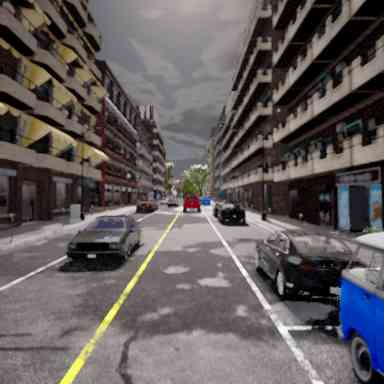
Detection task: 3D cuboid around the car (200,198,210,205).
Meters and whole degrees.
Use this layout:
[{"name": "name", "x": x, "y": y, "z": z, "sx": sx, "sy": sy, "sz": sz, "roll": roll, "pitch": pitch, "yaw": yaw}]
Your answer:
[{"name": "car", "x": 2.681, "y": 1.930, "z": 69.803, "sx": 1.752, "sy": 1.417, "sz": 4.829, "roll": 1, "pitch": 0, "yaw": 0}]

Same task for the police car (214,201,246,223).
[{"name": "police car", "x": 3.123, "y": 1.581, "z": 26.917, "sx": 1.930, "sy": 1.638, "sz": 5.238, "roll": 0, "pitch": 0, "yaw": 0}]

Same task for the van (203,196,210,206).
[{"name": "van", "x": 2.682, "y": 1.712, "z": 64.063, "sx": 1.690, "sy": 1.788, "sz": 3.998, "roll": 1, "pitch": 0, "yaw": 0}]

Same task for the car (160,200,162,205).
[{"name": "car", "x": -5.698, "y": 1.856, "z": 47.385, "sx": 1.802, "sy": 1.307, "sz": 4.206, "roll": 1, "pitch": 0, "yaw": 0}]

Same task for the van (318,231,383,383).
[{"name": "van", "x": 2.702, "y": 1.358, "z": 2.781, "sx": 1.690, "sy": 1.788, "sz": 3.998, "roll": 1, "pitch": 0, "yaw": 0}]

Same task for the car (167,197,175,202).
[{"name": "car", "x": -5.715, "y": 2.084, "z": 91.952, "sx": 2.008, "sy": 1.369, "sz": 4.403, "roll": 1, "pitch": 0, "yaw": 0}]

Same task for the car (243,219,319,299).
[{"name": "car", "x": 2.697, "y": 1.600, "z": 8.351, "sx": 2.008, "sy": 1.369, "sz": 4.403, "roll": 1, "pitch": 0, "yaw": 0}]

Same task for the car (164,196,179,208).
[{"name": "car", "x": -3.093, "y": 1.870, "z": 55.743, "sx": 2.033, "sy": 1.411, "sz": 5.357, "roll": 0, "pitch": 0, "yaw": 0}]

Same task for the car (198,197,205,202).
[{"name": "car", "x": 2.632, "y": 2.099, "z": 91.917, "sx": 1.947, "sy": 1.339, "sz": 4.313, "roll": 1, "pitch": 0, "yaw": 0}]

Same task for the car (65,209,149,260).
[{"name": "car", "x": -3.106, "y": 1.623, "z": 12.976, "sx": 2.033, "sy": 1.411, "sz": 5.357, "roll": 0, "pitch": 0, "yaw": 0}]

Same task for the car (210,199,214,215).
[{"name": "car", "x": 3.132, "y": 1.700, "z": 33.807, "sx": 1.837, "sy": 1.490, "sz": 4.892, "roll": 0, "pitch": 0, "yaw": 0}]

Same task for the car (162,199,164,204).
[{"name": "car", "x": -5.706, "y": 1.928, "z": 69.499, "sx": 1.752, "sy": 1.417, "sz": 4.829, "roll": 1, "pitch": 0, "yaw": 0}]

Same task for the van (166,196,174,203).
[{"name": "van", "x": -5.710, "y": 1.842, "z": 86.383, "sx": 1.690, "sy": 1.788, "sz": 3.998, "roll": 1, "pitch": 0, "yaw": 0}]

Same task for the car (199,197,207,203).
[{"name": "car", "x": 2.649, "y": 2.013, "z": 80.775, "sx": 1.887, "sy": 1.381, "sz": 4.507, "roll": 1, "pitch": 0, "yaw": 0}]

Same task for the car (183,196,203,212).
[{"name": "car", "x": 0.003, "y": 1.490, "z": 43.482, "sx": 2.150, "sy": 2.045, "sz": 5.566, "roll": 0, "pitch": -1, "yaw": 0}]

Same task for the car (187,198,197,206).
[{"name": "car", "x": -0.008, "y": 1.939, "z": 67.100, "sx": 2.033, "sy": 1.411, "sz": 5.357, "roll": 0, "pitch": 0, "yaw": 0}]

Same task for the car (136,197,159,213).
[{"name": "car", "x": -5.692, "y": 1.557, "z": 41.815, "sx": 2.192, "sy": 1.841, "sz": 5.009, "roll": 1, "pitch": 0, "yaw": 0}]

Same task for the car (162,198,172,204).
[{"name": "car", "x": -5.709, "y": 2.002, "z": 75.240, "sx": 1.947, "sy": 1.339, "sz": 4.313, "roll": 1, "pitch": 0, "yaw": 0}]
